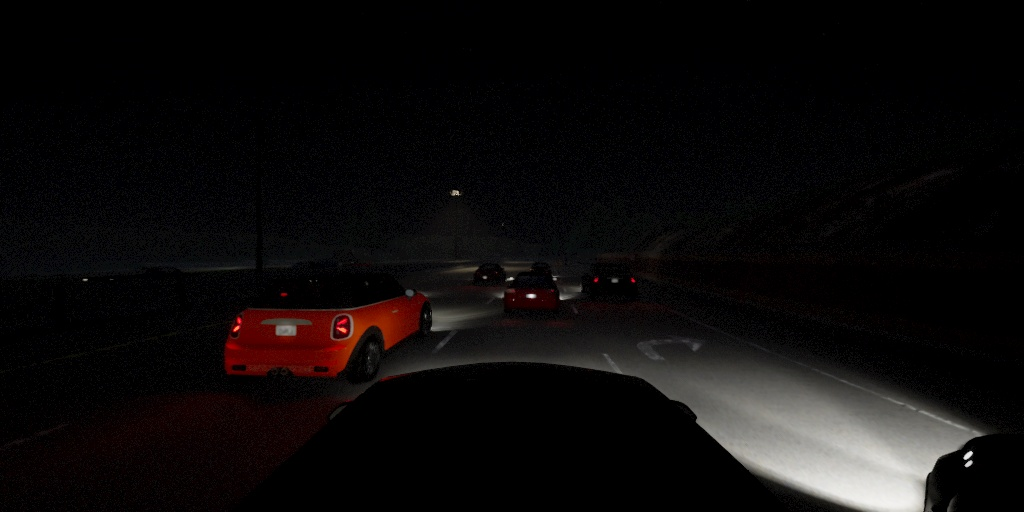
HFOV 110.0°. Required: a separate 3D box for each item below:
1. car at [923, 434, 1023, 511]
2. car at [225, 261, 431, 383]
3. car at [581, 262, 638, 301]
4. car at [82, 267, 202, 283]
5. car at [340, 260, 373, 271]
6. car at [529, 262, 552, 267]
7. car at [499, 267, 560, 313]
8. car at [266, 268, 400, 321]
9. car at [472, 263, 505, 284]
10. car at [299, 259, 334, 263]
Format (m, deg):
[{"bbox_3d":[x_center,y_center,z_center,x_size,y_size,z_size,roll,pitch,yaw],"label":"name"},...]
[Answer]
[{"bbox_3d":[3.679,1.327,0.534,1.994,1.385,4.181,0,0,-1],"label":"car"},{"bbox_3d":[-3.147,1.084,7.265,2.097,1.767,4.553,0,0,2],"label":"car"},{"bbox_3d":[4.654,1.091,17.659,2.097,1.767,4.553,0,0,5],"label":"car"},{"bbox_3d":[-20.002,1.261,19.644,1.895,1.301,4.718,0,0,6],"label":"car"},{"bbox_3d":[-20.610,1.270,47.772,1.895,1.301,4.718,0,0,6],"label":"car"},{"bbox_3d":[2.468,1.236,31.314,1.812,1.442,4.674,0,0,6],"label":"car"},{"bbox_3d":[0.806,1.297,13.936,1.994,1.385,4.181,0,0,5],"label":"car"},{"bbox_3d":[-6.293,1.259,13.579,2.033,1.411,5.357,0,0,5],"label":"car"},{"bbox_3d":[-1.573,1.232,26.033,1.812,1.442,4.674,0,0,6],"label":"car"},{"bbox_3d":[-15.709,1.187,27.280,1.812,1.442,4.674,0,0,6],"label":"car"}]
